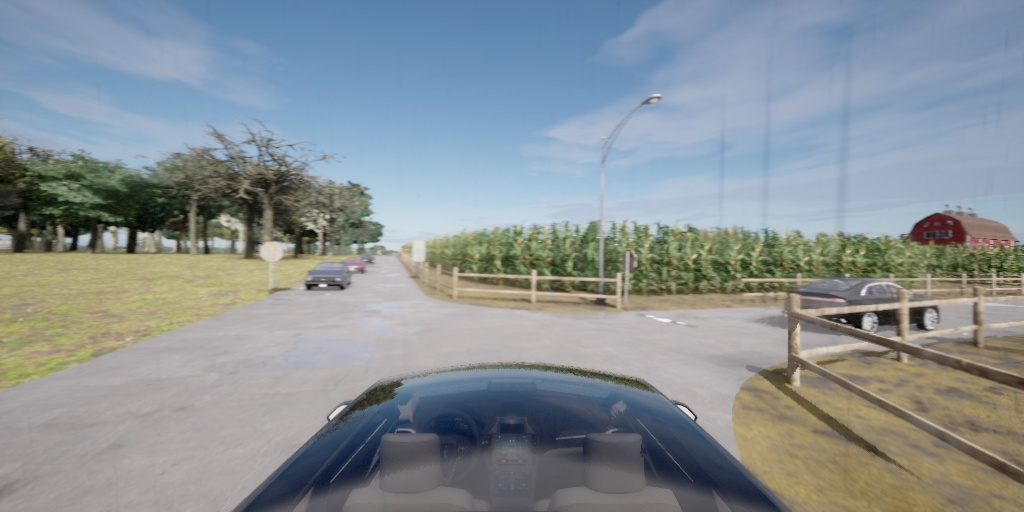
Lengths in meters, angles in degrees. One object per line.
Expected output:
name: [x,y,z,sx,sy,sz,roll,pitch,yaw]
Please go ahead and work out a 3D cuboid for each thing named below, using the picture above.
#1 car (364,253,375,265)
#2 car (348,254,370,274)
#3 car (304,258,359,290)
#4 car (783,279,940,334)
car: [-20.107,0.388,49.838,1.837,1.490,4.892,2,0,-18]
car: [-14.340,0.799,32.649,1.812,1.442,4.674,2,0,-19]
car: [-10.071,1.022,20.040,2.033,1.411,5.357,2,0,-19]
car: [10.666,1.446,10.944,4.902,1.511,2.128,1,-1,-19]
